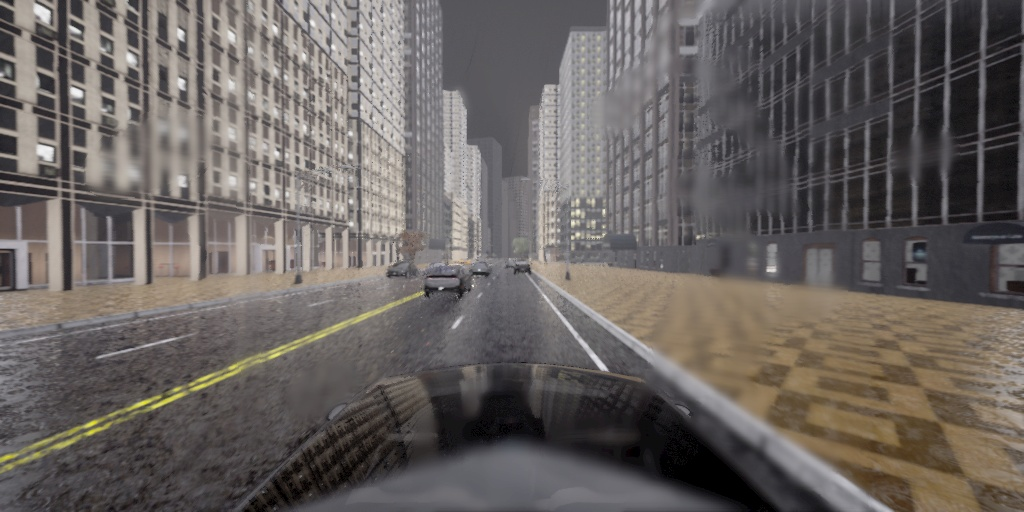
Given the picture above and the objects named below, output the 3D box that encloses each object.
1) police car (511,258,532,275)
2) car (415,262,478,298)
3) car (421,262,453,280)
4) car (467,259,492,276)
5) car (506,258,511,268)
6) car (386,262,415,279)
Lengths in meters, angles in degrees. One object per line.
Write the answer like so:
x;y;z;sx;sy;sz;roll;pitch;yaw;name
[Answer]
1.126;1.178;39.898;1.930;1.638;5.238;0;0;0;police car
-3.156;1.242;18.380;2.128;1.511;4.902;0;0;0;car
-6.596;1.277;32.027;1.812;1.442;4.674;0;0;0;car
-3.161;1.316;36.726;1.994;1.385;4.181;0;0;0;car
-0.015;1.319;59.084;1.994;1.385;4.181;0;0;0;car
-9.844;1.258;32.465;1.837;1.490;4.892;0;0;0;car
